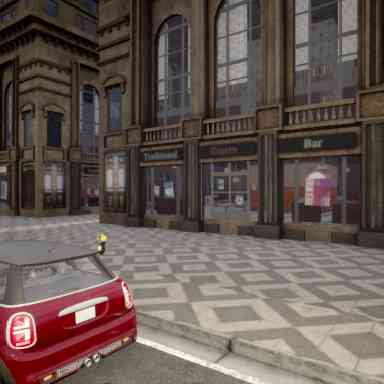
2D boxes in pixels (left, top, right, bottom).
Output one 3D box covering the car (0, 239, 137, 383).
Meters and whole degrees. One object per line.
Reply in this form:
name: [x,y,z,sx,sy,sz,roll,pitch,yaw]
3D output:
car: [-2.807,1.440,4.967,4.097,1.590,1.967,0,0,36]
